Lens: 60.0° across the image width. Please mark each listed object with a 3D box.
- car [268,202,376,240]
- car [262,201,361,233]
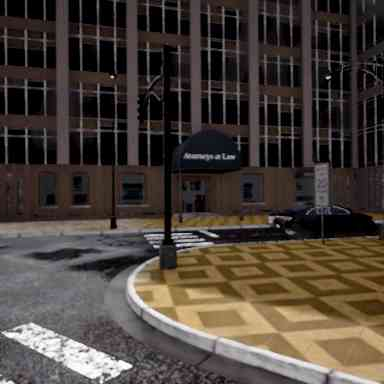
[{"bbox_3d":[6.275,1.329,15.752,4.902,1.511,2.128,-1,0,-14],"label":"car"},{"bbox_3d":[6.672,1.341,18.786,4.902,1.511,2.128,-1,0,-14],"label":"car"}]
